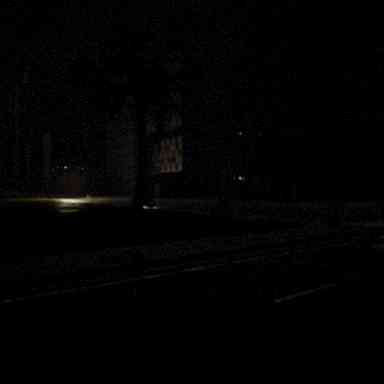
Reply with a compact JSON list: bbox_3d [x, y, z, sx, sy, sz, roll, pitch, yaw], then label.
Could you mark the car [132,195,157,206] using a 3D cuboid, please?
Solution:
[{"bbox_3d":[-6.827,1.250,47.045,1.837,1.490,4.892,0,0,-36],"label":"car"}]
